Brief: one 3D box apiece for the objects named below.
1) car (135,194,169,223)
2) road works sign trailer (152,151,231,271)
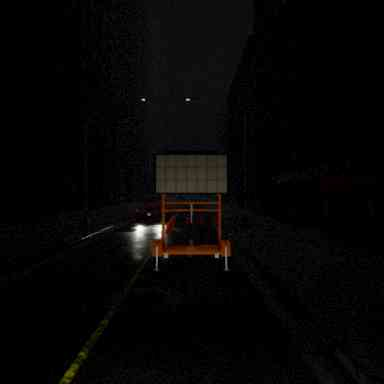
[{"bbox_3d":[-3.038,1.235,26.322,2.150,2.045,5.566,0,0,0],"label":"car"},{"bbox_3d":[-0.014,0.468,10.914,2.380,3.560,2.880,0,0,0],"label":"road works sign trailer"}]
